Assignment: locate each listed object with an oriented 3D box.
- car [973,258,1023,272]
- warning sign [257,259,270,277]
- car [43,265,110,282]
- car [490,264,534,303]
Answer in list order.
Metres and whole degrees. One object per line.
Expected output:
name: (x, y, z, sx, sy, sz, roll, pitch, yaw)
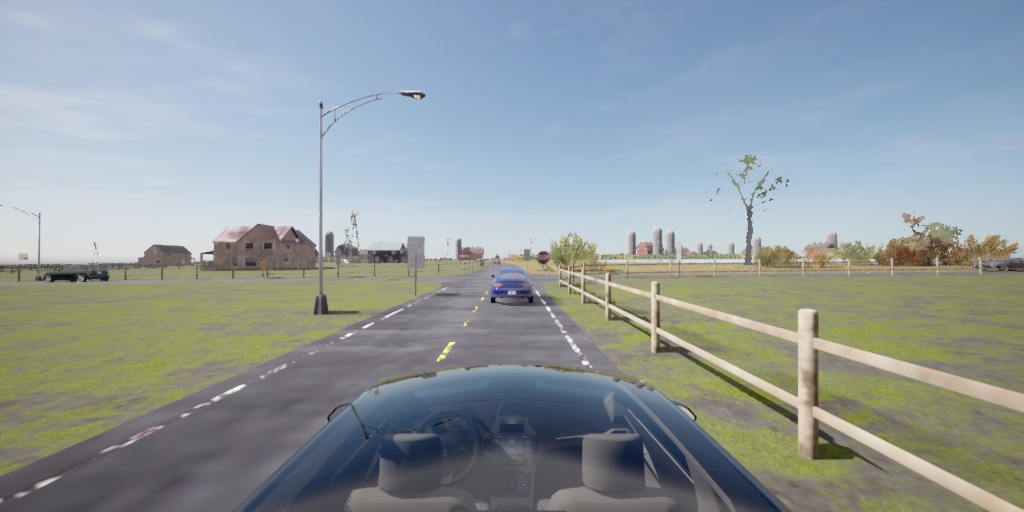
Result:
car: (49.158, 0.906, 35.483, 5.357, 1.411, 2.033, -1, -1, -1)
warning sign: (-25.791, 1.245, 37.142, 1.060, 1.860, 1.300, 0, 0, -1)
car: (-41.926, 1.632, 34.538, 4.553, 1.767, 2.097, -1, -1, -1)
car: (0.000, 1.290, 16.503, 1.812, 1.442, 4.674, 0, 0, 0)
